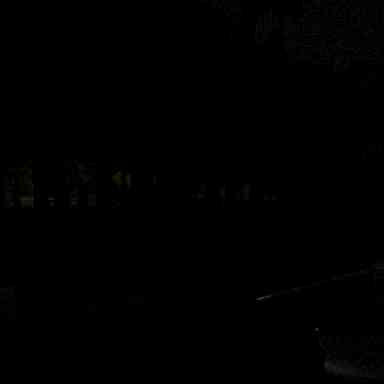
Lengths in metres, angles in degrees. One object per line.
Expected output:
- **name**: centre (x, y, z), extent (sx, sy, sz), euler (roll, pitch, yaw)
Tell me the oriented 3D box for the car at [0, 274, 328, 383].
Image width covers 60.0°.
- **car**: centre (-1.063, 1.549, 2.988), extent (5.357, 1.411, 2.033), euler (0, 0, -36)
